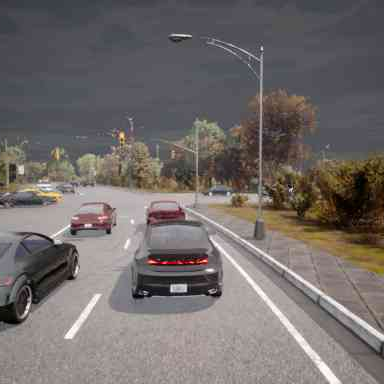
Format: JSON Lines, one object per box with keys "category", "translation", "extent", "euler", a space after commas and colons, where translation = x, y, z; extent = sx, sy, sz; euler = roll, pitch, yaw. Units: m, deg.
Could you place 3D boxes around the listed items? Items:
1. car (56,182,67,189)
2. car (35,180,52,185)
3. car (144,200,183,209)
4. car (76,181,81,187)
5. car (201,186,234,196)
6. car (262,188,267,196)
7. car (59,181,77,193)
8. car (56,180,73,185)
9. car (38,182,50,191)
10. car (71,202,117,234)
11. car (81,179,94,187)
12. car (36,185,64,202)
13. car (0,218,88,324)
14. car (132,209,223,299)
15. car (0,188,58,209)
{"category": "car", "translation": [-27.855, -1.373, 70.906], "extent": [1.895, 1.301, 4.718], "euler": [-1, 3, -25]}
{"category": "car", "translation": [-23.495, -0.834, 52.772], "extent": [2.150, 2.045, 5.566], "euler": [-1, 3, -24]}
{"category": "car", "translation": [-1.452, 1.170, 17.396], "extent": [1.882, 1.535, 5.008], "euler": [0, 2, -8]}
{"category": "car", "translation": [-29.076, -1.996, 81.780], "extent": [1.837, 1.490, 4.892], "euler": [-1, 3, -25]}
{"category": "car", "translation": [3.702, -0.171, 48.594], "extent": [4.892, 1.490, 1.837], "euler": [0, 3, -22]}
{"category": "car", "translation": [13.444, -0.275, 52.459], "extent": [5.566, 2.045, 2.150], "euler": [1, 2, -22]}
{"category": "car", "translation": [-19.854, -0.549, 53.178], "extent": [1.812, 1.442, 4.674], "euler": [-1, 3, -23]}
{"category": "car", "translation": [-23.586, -1.004, 61.635], "extent": [1.837, 1.490, 4.892], "euler": [-1, 3, -24]}
{"category": "car", "translation": [-27.500, -1.040, 61.805], "extent": [1.882, 1.535, 5.008], "euler": [-1, 3, -24]}
{"category": "car", "translation": [-4.913, 1.241, 16.936], "extent": [1.812, 1.442, 4.674], "euler": [0, 2, -8]}
{"category": "car", "translation": [-25.918, -2.346, 83.273], "extent": [2.150, 2.045, 5.566], "euler": [-1, 3, -25]}
{"category": "car", "translation": [-15.700, 0.432, 33.166], "extent": [5.008, 1.535, 1.882], "euler": [-1, 3, -22]}
{"category": "car", "translation": [-3.846, 1.516, 7.021], "extent": [1.994, 1.385, 4.181], "euler": [0, 1, -2]}
{"category": "car", "translation": [-0.401, 1.428, 8.339], "extent": [1.837, 1.490, 4.892], "euler": [0, 1, -4]}
{"category": "car", "translation": [-14.769, 0.655, 29.777], "extent": [4.674, 1.442, 1.812], "euler": [-1, 3, -22]}
